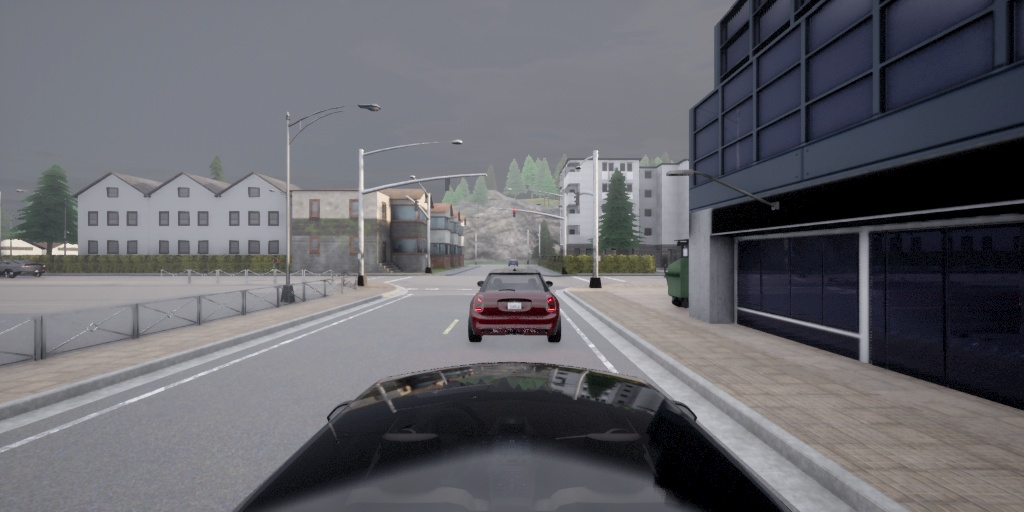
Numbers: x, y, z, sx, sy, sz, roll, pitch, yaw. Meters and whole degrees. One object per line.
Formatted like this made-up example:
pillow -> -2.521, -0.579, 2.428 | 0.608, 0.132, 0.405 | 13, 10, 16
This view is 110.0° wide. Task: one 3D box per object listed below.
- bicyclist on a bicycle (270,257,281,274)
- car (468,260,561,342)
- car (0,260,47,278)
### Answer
bicyclist on a bicycle -> -22.221, 0.874, 33.725 | 0.582, 1.620, 1.656 | 0, 0, 0
car -> 0.082, 1.102, 9.889 | 2.097, 1.767, 4.553 | 0, 0, 1
car -> -42.111, 1.065, 29.968 | 4.902, 1.511, 2.128 | 0, 0, 0
